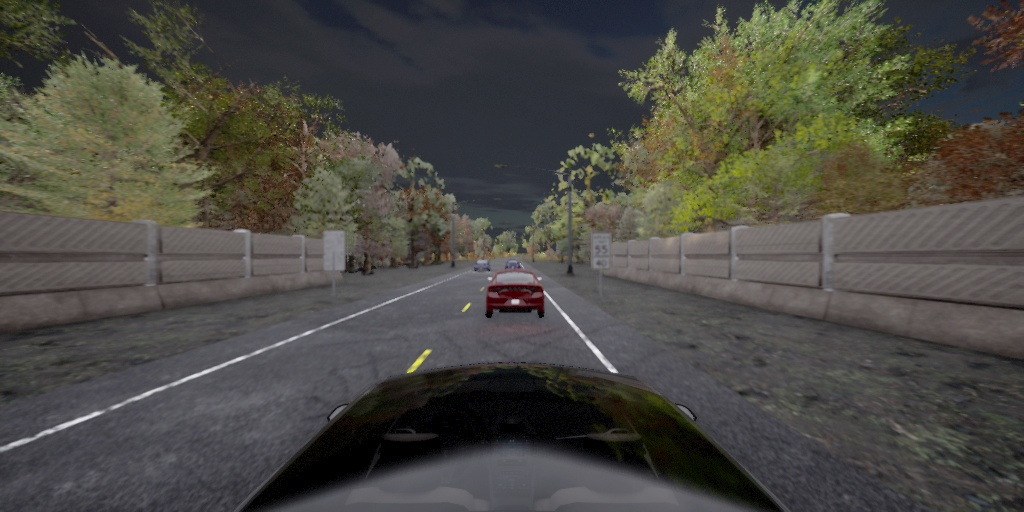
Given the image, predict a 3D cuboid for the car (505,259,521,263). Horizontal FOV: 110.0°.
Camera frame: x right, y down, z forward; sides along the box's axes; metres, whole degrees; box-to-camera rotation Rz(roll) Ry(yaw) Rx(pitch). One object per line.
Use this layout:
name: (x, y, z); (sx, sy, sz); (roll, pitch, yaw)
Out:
car: (0.109, 1.142, 44.267); (1.812, 1.442, 4.674); (0, 0, 0)

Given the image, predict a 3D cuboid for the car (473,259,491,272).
car: (-3.567, 1.145, 43.681); (1.812, 1.442, 4.674); (0, 0, 0)

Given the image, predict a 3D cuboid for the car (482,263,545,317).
car: (0.103, 1.201, 13.129); (1.882, 1.535, 5.008); (0, 0, 0)
